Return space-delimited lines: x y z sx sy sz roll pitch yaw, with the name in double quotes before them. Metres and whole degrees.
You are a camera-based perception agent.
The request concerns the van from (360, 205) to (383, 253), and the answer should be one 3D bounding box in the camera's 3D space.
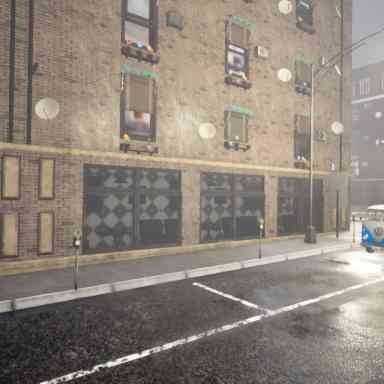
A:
"van" 7.819 1.345 12.229 3.998 1.788 1.690 0 1 -36
